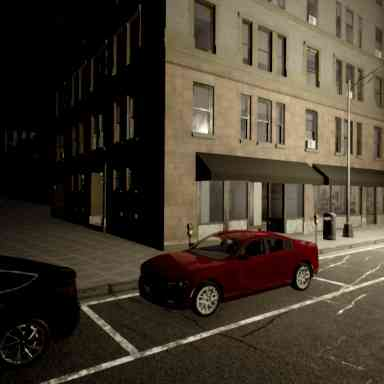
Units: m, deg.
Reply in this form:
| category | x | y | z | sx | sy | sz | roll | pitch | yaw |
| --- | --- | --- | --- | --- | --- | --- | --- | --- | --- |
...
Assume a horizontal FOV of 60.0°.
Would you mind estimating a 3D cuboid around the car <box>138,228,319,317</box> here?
| category | x | y | z | sx | sy | sz | roll | pitch | yaw |
| --- | --- | --- | --- | --- | --- | --- | --- | --- | --- |
| car | 0.987 | 1.545 | 7.455 | 4.507 | 1.381 | 1.887 | 0 | 1 | -35 |

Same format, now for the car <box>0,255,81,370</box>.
| category | x | y | z | sx | sy | sz | roll | pitch | yaw |
| --- | --- | --- | --- | --- | --- | --- | --- | --- | --- |
| car | -3.635 | 1.566 | 4.166 | 4.313 | 1.339 | 1.947 | 0 | 1 | -35 |
